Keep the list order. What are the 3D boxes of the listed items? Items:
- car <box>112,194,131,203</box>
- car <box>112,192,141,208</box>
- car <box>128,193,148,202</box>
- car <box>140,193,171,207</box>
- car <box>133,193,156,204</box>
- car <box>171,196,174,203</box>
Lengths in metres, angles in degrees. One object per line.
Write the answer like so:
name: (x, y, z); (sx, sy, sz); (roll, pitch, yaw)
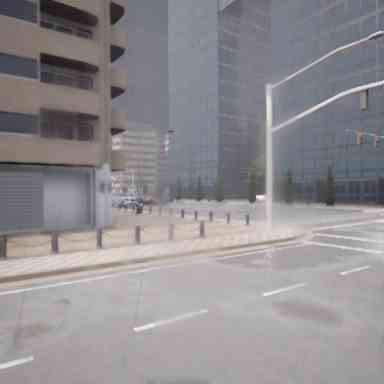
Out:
car: (-13.738, 1.238, 64.236); (1.837, 1.490, 4.892); (-1, 0, -35)
car: (-9.167, 1.013, 45.328); (2.150, 2.045, 5.566); (-1, 0, -35)
car: (-10.854, 1.057, 66.217); (2.097, 1.767, 4.553); (-1, 0, -35)
car: (-5.167, 1.289, 45.715); (1.812, 1.442, 4.674); (-1, 0, -35)
car: (-8.047, 1.085, 56.196); (2.097, 1.767, 4.553); (-1, 0, -34)
car: (-5.018, 1.196, 57.966); (2.128, 1.511, 4.902); (-1, 0, -34)
